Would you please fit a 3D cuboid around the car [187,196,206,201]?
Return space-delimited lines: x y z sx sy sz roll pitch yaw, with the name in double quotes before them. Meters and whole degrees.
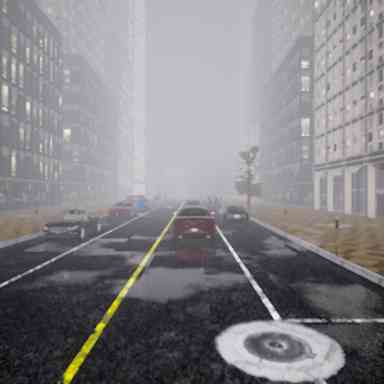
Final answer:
"car" 0.098 1.403 33.588 1.994 1.385 4.181 0 0 0

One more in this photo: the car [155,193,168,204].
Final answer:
"car" -5.688 1.164 56.057 1.967 1.590 4.097 0 0 0

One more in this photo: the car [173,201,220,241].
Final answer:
"car" 0.099 1.401 16.164 1.882 1.535 5.008 0 0 0

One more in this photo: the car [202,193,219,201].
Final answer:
"car" 2.693 1.224 44.659 1.967 1.590 4.097 0 0 0

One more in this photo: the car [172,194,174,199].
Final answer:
"car" -5.689 1.068 90.040 1.752 1.417 4.829 0 0 0

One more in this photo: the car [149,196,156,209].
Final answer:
"car" -5.688 1.394 38.983 1.802 1.307 4.206 0 0 0

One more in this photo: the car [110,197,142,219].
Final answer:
"car" -5.688 1.413 27.598 1.887 1.381 4.507 0 0 0

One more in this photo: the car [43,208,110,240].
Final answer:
"car" -5.688 1.474 16.214 2.008 1.369 4.403 0 0 0

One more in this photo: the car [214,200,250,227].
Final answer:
"car" 2.693 1.463 21.893 1.947 1.339 4.313 0 0 0

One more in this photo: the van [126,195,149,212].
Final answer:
"van" -5.687 1.181 33.289 1.690 1.788 3.998 0 0 0

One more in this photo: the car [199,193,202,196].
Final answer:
"car" 2.692 1.219 61.906 1.752 1.417 4.829 0 0 0

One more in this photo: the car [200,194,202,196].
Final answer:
"car" 2.692 1.307 56.044 1.802 1.307 4.206 0 0 0

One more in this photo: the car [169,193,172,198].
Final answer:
"car" -5.689 1.230 67.443 1.947 1.339 4.313 0 0 0
